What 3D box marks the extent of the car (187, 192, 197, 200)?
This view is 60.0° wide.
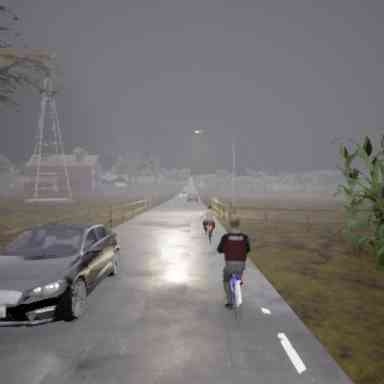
[{"bbox_3d":[0.007,0.818,73.983,2.128,1.511,4.902,0,1,0],"label":"car"}]

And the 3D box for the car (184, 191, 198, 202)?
[{"bbox_3d":[0.105,0.997,59.411,2.128,1.511,4.902,0,1,0],"label":"car"}]

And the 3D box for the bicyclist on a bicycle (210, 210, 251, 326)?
[{"bbox_3d":[0.756,1.333,6.092,0.659,1.776,1.843,0,1,0],"label":"bicyclist on a bicycle"}]

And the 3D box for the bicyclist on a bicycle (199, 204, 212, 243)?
[{"bbox_3d":[0.755,1.346,14.465,0.866,1.612,1.509,0,0,0],"label":"bicyclist on a bicycle"}]

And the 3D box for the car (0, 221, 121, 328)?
[{"bbox_3d":[-2.849,1.447,7.234,2.128,1.511,4.902,0,0,0],"label":"car"}]
